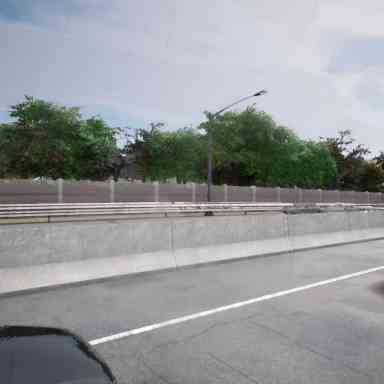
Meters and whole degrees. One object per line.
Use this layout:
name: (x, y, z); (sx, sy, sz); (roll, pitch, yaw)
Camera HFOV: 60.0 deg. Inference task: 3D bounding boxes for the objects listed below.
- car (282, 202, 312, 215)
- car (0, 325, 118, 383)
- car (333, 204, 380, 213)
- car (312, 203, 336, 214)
car: (11.050, 1.821, 33.275); (4.892, 1.490, 1.837); (2, -1, -35)
car: (-2.491, 1.564, 1.975); (4.181, 1.385, 1.994); (0, 0, -35)
car: (13.684, 1.881, 26.563); (4.718, 1.301, 1.895); (1, -1, -35)
car: (13.808, 1.828, 30.941); (4.902, 1.511, 2.128); (2, -1, -35)
